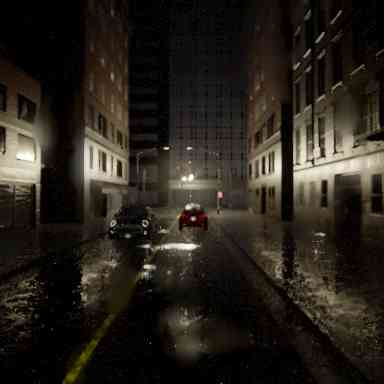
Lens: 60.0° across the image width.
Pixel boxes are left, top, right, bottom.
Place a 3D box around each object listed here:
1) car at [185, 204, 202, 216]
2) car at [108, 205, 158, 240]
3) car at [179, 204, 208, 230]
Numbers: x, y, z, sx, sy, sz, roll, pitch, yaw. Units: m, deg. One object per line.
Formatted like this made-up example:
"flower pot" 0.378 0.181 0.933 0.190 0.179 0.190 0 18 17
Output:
"car" 0.131 2.070 39.072 1.895 1.301 4.718 0 -1 0
"car" -3.077 1.557 18.216 2.097 1.767 4.553 0 -1 0
"car" 0.123 1.777 23.608 2.163 1.488 4.792 0 -1 1
